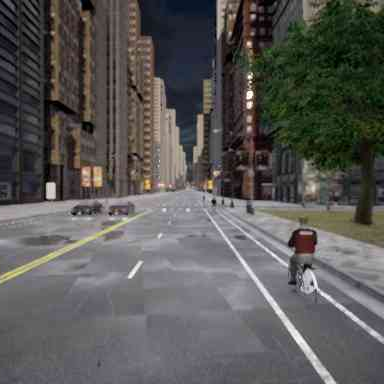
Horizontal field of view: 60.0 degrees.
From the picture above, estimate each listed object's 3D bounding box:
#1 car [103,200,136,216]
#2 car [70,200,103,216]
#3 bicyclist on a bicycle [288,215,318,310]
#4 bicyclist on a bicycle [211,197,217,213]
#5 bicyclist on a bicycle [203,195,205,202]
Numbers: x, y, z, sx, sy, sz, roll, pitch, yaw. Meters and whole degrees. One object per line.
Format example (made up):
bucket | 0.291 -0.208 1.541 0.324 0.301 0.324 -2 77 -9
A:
car | -6.588 1.509 31.797 2.033 1.411 5.357 0 0 0
car | -9.837 1.509 31.742 2.033 1.411 5.357 0 0 0
bicyclist on a bicycle | 2.249 1.355 6.923 0.659 1.776 1.843 0 0 0
bicyclist on a bicycle | 2.242 1.331 34.093 0.659 1.776 1.843 0 0 0
bicyclist on a bicycle | 2.234 1.404 61.794 0.582 1.620 1.656 0 0 0
